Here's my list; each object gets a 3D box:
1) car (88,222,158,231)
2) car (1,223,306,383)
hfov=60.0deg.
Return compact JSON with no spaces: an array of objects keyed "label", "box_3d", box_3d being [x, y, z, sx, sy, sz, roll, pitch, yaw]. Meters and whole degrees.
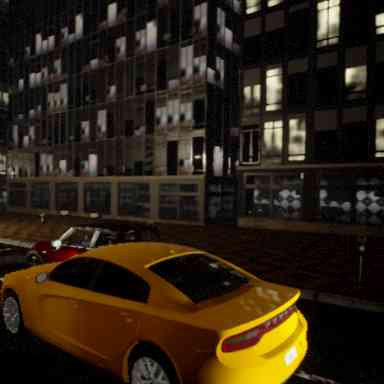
[{"label":"car","box_3d":[-2.354,1.452,8.232,4.097,1.590,1.967,0,1,36]},{"label":"car","box_3d":[-0.959,1.488,4.877,5.008,1.535,1.882,0,0,38]}]
